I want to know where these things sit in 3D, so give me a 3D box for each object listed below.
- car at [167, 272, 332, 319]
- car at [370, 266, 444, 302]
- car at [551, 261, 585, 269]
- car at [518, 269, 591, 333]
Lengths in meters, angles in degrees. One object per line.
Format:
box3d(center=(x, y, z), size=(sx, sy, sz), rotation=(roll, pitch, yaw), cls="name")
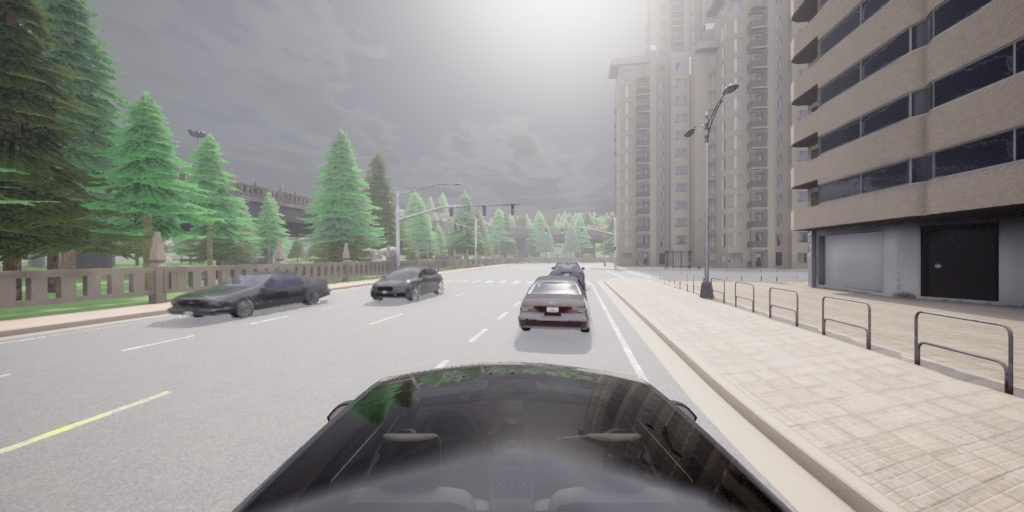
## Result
box3d(center=(-9.074, 1.300, 13.182), size=(2.033, 1.411, 5.357), rotation=(0, 0, 10), cls="car")
box3d(center=(-4.797, 1.261, 17.119), size=(1.837, 1.490, 4.892), rotation=(0, -1, 11), cls="car")
box3d(center=(3.587, 1.107, 23.058), size=(2.097, 1.767, 4.553), rotation=(0, 0, 10), cls="car")
box3d(center=(1.382, 1.300, 10.864), size=(2.033, 1.411, 5.357), rotation=(0, 0, 10), cls="car")
